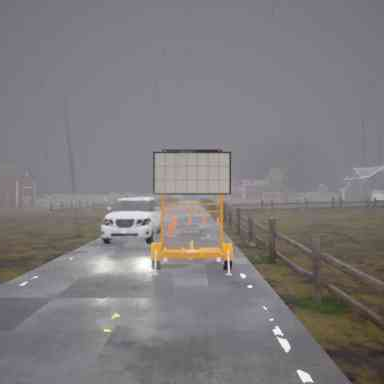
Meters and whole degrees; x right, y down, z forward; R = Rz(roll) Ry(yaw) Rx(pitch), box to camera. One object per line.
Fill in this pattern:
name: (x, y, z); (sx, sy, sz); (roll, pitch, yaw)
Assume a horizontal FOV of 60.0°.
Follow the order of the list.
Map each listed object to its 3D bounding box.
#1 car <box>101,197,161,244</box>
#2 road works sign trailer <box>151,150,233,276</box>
car: (-2.747, 1.258, 16.236); (2.150, 2.045, 5.566); (0, 0, 0)
road works sign trailer: (0.003, 0.481, 10.425); (2.380, 3.560, 2.880); (0, 0, 0)
